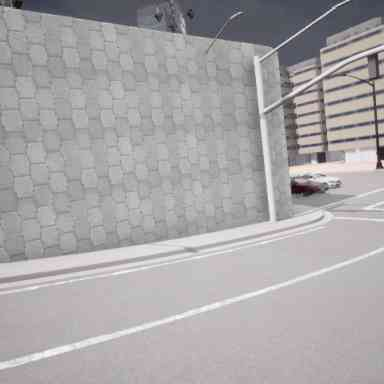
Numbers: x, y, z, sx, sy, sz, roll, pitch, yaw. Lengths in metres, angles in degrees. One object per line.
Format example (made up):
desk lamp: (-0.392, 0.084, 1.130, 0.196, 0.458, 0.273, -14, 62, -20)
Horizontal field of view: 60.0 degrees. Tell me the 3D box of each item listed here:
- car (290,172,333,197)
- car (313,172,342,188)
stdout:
car: (8.330, -0.453, 26.447, 1.812, 1.442, 4.674, -10, 6, -35)
car: (10.684, -0.970, 29.099, 1.812, 1.442, 4.674, -10, 6, -35)
